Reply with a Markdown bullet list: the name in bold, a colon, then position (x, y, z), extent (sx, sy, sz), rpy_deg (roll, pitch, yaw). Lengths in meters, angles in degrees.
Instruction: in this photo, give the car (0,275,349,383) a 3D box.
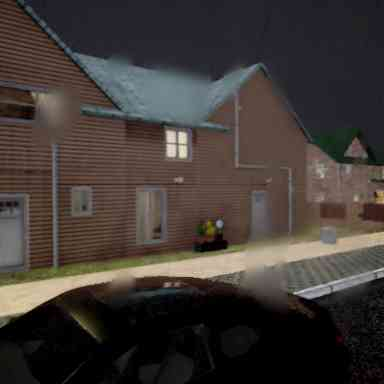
- **car**: position (-0.628, 1.524, 2.612), extent (4.674, 1.442, 1.812), rpy_deg (0, 0, -34)
